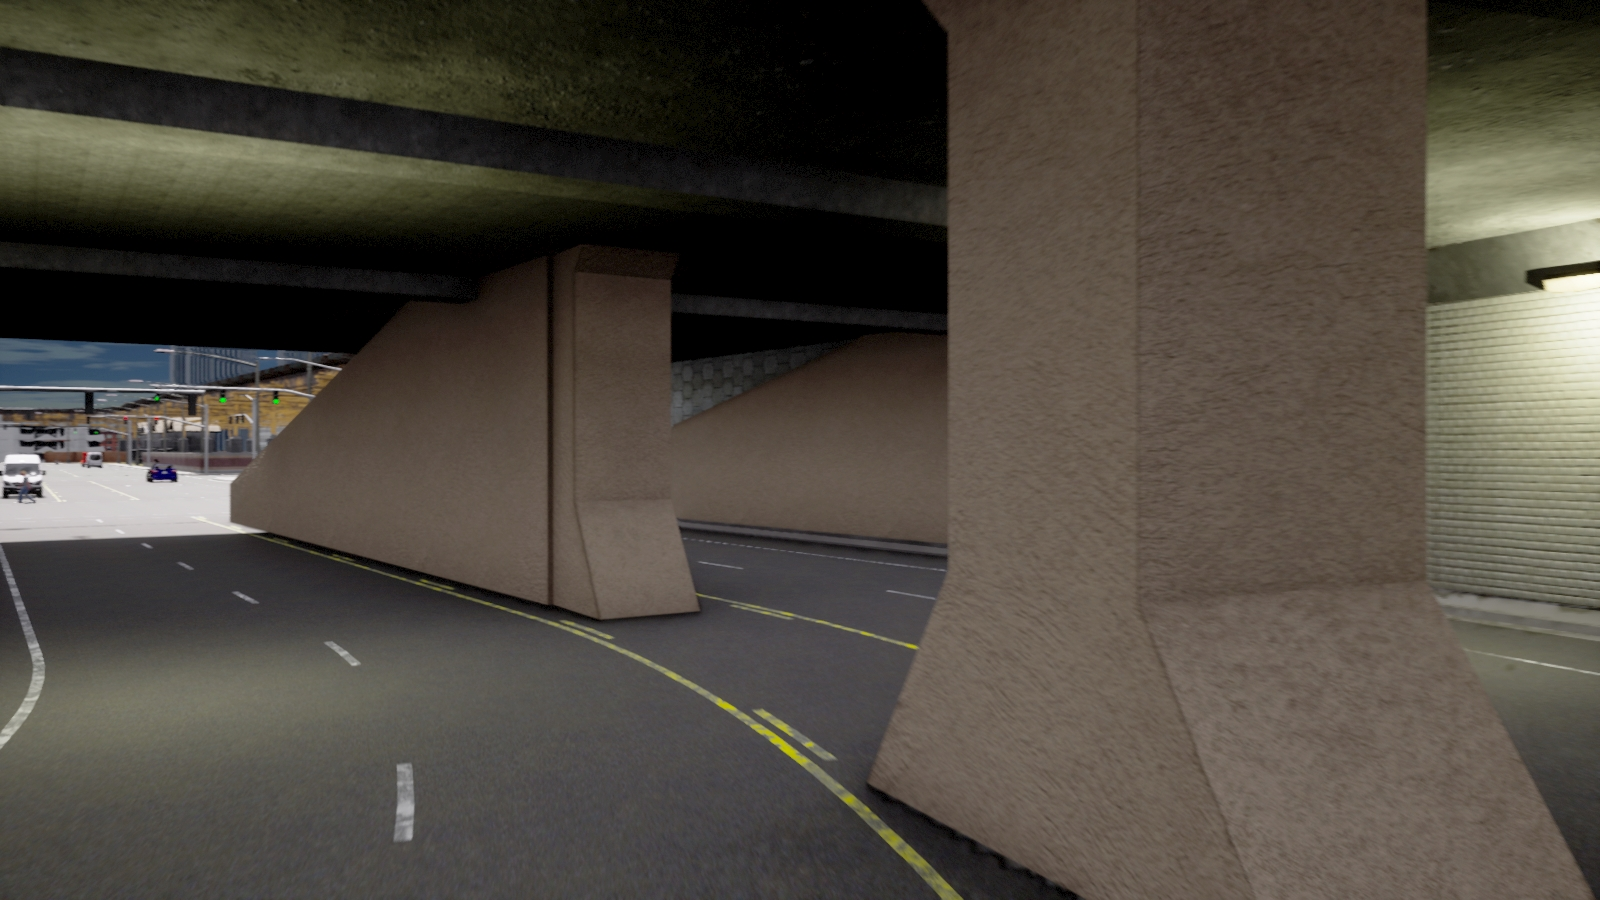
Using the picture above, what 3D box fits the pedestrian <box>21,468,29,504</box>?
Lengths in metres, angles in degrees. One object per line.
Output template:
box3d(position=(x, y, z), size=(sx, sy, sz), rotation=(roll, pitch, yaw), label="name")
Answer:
box3d(position=(-41.098, 1.901, 60.585), size=(0.375, 1.860, 0.375), rotation=(0, 0, -36), label="pedestrian")
